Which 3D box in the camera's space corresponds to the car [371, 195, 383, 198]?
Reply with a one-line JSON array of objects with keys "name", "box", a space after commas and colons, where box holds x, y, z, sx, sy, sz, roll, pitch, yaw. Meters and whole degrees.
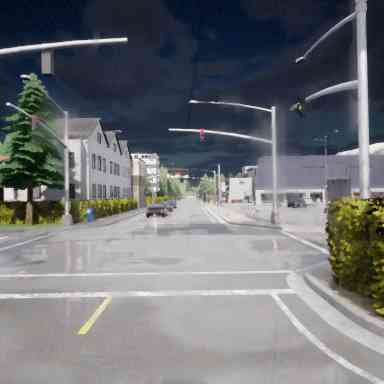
[{"name": "car", "box": [19.128, 1.183, 31.253, 1.905, 1.878, 3.866, -1, -1, 0]}]

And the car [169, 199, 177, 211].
[{"name": "car", "box": [-3.573, 1.885, 44.863, 2.128, 1.511, 4.902, -1, -1, 0]}]

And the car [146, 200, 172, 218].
[{"name": "car", "box": [-3.589, 1.844, 34.567, 2.033, 1.411, 5.357, -1, -1, 0]}]

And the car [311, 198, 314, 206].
[{"name": "car", "box": [19.091, 1.573, 56.179, 1.970, 1.475, 3.806, -1, -1, 0]}]

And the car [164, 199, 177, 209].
[{"name": "car", "box": [-3.524, 1.995, 55.276, 1.837, 1.490, 4.892, -1, -1, 0]}]

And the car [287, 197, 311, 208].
[{"name": "car", "box": [15.443, 1.629, 49.122, 2.007, 1.523, 4.514, -1, -1, 0]}]

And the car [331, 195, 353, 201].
[{"name": "car", "box": [25.506, 1.398, 56.516, 2.152, 1.636, 5.027, -1, -1, 0]}]
